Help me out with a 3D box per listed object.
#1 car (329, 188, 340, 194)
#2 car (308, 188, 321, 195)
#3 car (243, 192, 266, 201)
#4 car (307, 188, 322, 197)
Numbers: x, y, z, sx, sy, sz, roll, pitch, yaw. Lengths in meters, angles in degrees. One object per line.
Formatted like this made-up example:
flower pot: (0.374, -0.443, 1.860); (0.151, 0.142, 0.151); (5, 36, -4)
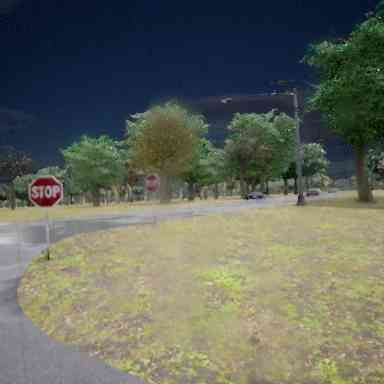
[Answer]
car: (35.723, -0.354, 83.674); (1.994, 1.385, 4.181); (-4, -1, 33)
car: (29.908, -0.092, 81.330); (1.812, 1.442, 4.674); (-4, -1, 34)
car: (9.744, 0.725, 51.748); (1.895, 1.301, 4.718); (-4, -1, 34)
car: (20.651, 0.089, 56.005); (1.837, 1.490, 4.892); (-3, -1, 30)
